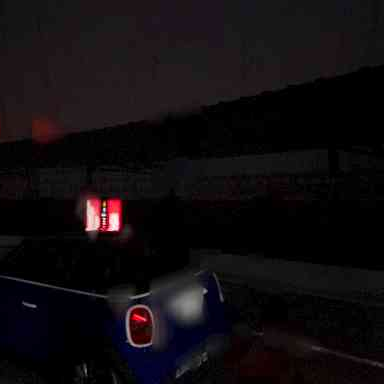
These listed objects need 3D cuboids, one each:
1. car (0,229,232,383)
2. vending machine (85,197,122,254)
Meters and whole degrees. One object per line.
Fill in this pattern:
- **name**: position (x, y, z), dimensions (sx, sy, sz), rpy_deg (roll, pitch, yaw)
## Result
- **car**: position (-1.794, 1.366, 4.967), dimensions (4.553, 1.767, 2.097), rpy_deg (0, 0, 33)
- **vending machine**: position (-3.442, 1.263, 13.003), dimensions (0.880, 2.100, 1.100), rpy_deg (0, -1, 30)
